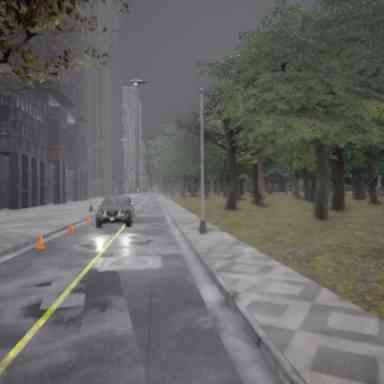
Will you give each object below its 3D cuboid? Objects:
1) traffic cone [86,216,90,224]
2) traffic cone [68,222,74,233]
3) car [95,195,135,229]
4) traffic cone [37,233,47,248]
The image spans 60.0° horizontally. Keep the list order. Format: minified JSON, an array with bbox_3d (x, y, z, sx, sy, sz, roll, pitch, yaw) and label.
[{"bbox_3d":[-7.421,2.008,23.786,0.340,0.580,0.340,-1,0,-7],"label":"traffic cone"},{"bbox_3d":[-6.853,2.017,18.818,0.340,0.580,0.340,-1,0,-7],"label":"traffic cone"},{"bbox_3d":[-5.088,1.257,22.633,2.150,2.045,5.566,-1,0,-7],"label":"car"},{"bbox_3d":[-6.284,2.024,13.850,0.340,0.580,0.340,-1,0,-6],"label":"traffic cone"}]
